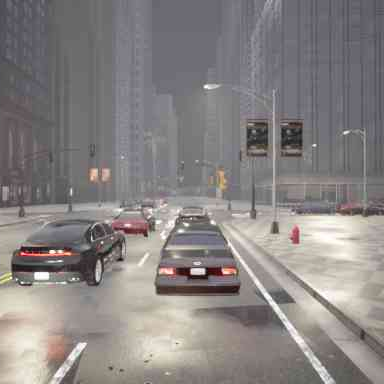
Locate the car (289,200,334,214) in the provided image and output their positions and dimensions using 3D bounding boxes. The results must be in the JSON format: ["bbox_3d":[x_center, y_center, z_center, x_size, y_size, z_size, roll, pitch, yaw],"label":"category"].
[{"bbox_3d":[12.881,1.634,35.999,4.181,1.385,1.994,0,-1,-2],"label":"car"}]

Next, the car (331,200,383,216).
[{"bbox_3d":[15.336,1.576,30.266,4.206,1.307,1.802,0,0,-1],"label":"car"}]

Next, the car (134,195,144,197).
[{"bbox_3d":[-9.775,1.519,60.794,2.150,2.045,5.566,0,0,0],"label":"car"}]

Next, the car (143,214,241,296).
[{"bbox_3d":[0.112,1.557,8.806,2.033,1.411,5.357,0,0,0],"label":"car"}]

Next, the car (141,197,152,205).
[{"bbox_3d":[-9.701,1.901,71.141,1.812,1.442,4.674,0,0,0],"label":"car"}]

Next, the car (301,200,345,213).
[{"bbox_3d":[15.212,1.660,38.789,4.313,1.339,1.947,0,0,-1],"label":"car"}]

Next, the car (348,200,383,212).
[{"bbox_3d":[20.852,1.641,38.873,4.313,1.339,1.947,0,0,-1],"label":"car"}]

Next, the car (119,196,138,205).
[{"bbox_3d":[-9.840,1.731,50.775,1.837,1.490,4.892,0,0,-2],"label":"car"}]

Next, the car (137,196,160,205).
[{"bbox_3d":[-6.559,1.775,50.886,2.033,1.411,5.357,0,0,0],"label":"car"}]

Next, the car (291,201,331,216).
[{"bbox_3d":[12.427,1.598,32.821,4.181,1.385,1.994,0,-1,0],"label":"car"}]

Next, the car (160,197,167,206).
[{"bbox_3d":[-6.507,1.667,63.230,2.097,1.767,4.553,0,0,1],"label":"car"}]

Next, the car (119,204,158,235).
[{"bbox_3d":[-3.138,1.600,18.293,1.994,1.385,4.181,0,0,0],"label":"car"}]

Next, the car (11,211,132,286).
[{"bbox_3d":[-3.144,1.515,9.392,1.837,1.490,4.892,0,0,0],"label":"car"}]

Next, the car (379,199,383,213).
[{"bbox_3d":[23.368,1.513,36.156,5.008,1.535,1.882,0,-1,-1],"label":"car"}]

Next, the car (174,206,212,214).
[{"bbox_3d":[0.059,1.542,18.545,1.837,1.490,4.892,0,0,1],"label":"car"}]
